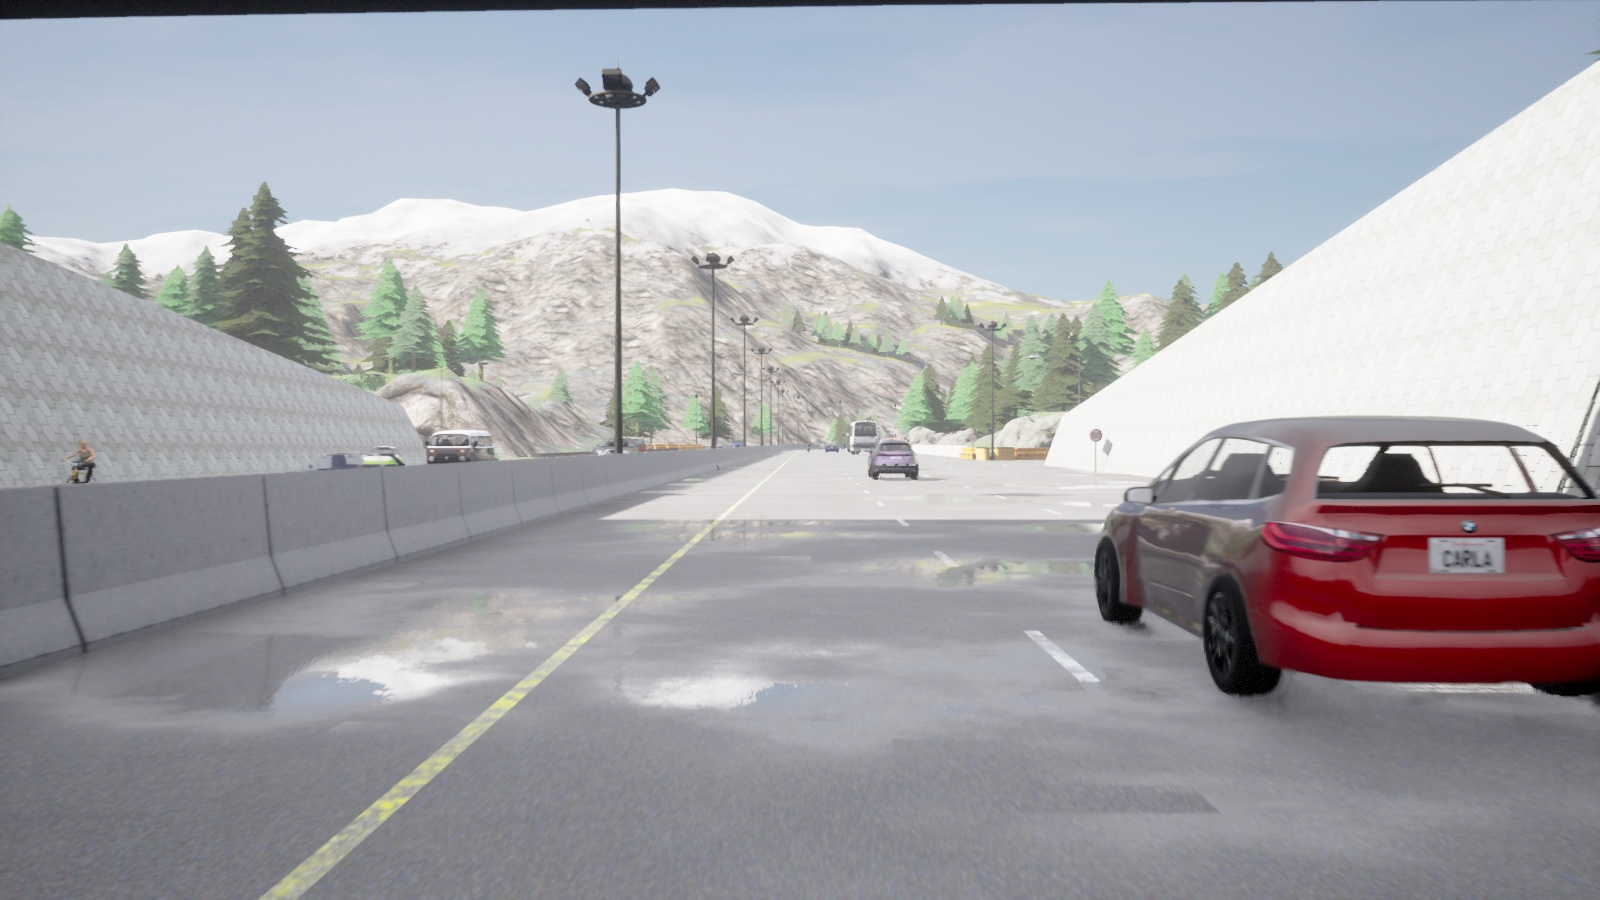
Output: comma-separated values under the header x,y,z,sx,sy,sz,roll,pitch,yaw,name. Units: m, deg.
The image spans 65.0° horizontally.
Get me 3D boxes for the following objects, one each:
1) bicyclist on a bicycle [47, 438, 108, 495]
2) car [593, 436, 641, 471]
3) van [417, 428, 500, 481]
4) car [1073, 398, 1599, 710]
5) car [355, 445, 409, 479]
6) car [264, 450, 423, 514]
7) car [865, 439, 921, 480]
x,y,z,sx,sy,sz,roll,pitch,yaw,name
-20.739,0.463,36.079,0.866,1.612,1.509,0,0,1,bicyclist on a bicycle
-10.020,0.166,68.957,1.932,1.855,4.605,0,0,0,car
-13.646,0.176,50.455,2.069,2.038,4.480,0,0,0,van
3.571,0.543,9.018,2.242,1.667,4.611,0,0,0,car
-17.139,0.497,51.522,1.481,1.376,2.207,0,0,0,car
-10.294,0.677,28.739,1.895,1.301,4.718,0,0,0,car
3.870,0.382,52.813,2.033,1.649,4.856,0,0,0,car
